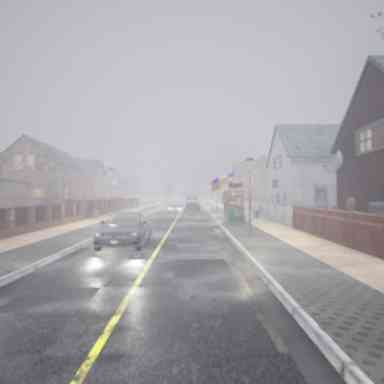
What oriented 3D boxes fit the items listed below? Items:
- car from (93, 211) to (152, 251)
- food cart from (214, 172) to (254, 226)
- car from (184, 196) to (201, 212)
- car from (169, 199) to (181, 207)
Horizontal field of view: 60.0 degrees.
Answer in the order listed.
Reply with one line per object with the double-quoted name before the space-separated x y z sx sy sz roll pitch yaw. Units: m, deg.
"car" -2.846 1.584 14.472 1.812 1.442 4.674 0 0 0
"food cart" 2.958 0.568 24.611 2.280 3.560 4.660 -2 -2 0
"car" 0.080 1.657 41.285 1.882 1.535 5.008 0 -1 0
"car" -2.799 1.853 55.214 1.895 1.301 4.718 0 0 1
